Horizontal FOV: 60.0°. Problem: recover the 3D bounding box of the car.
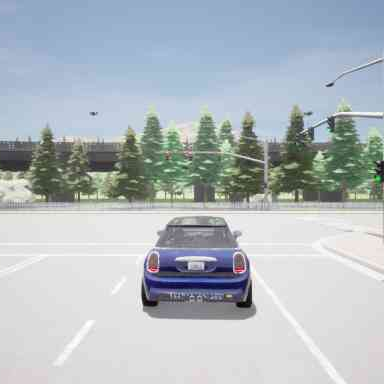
[{"bbox_3d":[0.167,1.353,8.125,2.097,1.767,4.553,0,0,3],"label":"car"}]
